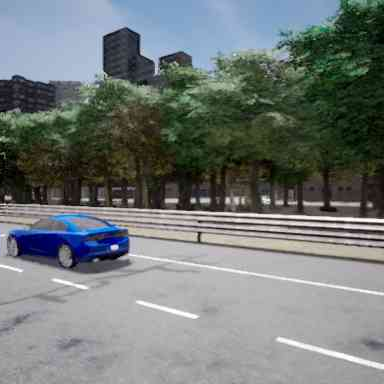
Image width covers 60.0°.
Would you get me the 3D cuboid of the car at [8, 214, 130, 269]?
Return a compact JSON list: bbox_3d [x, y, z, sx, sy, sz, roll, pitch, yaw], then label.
[{"bbox_3d":[-4.294,1.498,11.230,5.008,1.535,1.882,0,0,36],"label":"car"}]
